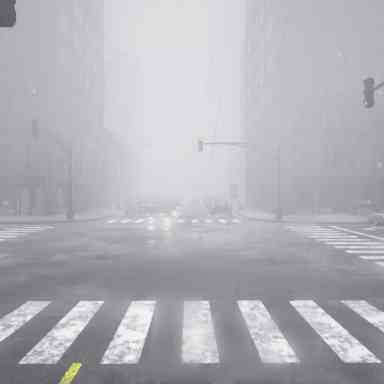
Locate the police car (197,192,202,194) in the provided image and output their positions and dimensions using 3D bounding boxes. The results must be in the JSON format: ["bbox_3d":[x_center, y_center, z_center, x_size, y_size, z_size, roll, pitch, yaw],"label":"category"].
[{"bbox_3d":[2.747,1.421,79.490,1.930,1.638,5.238,0,0,0],"label":"police car"}]

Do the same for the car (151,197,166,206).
[{"bbox_3d":[-5.591,1.568,56.096,1.947,1.339,4.313,0,0,0],"label":"car"}]

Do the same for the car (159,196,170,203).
[{"bbox_3d":[-5.535,1.566,67.432,1.947,1.339,4.313,0,0,0],"label":"car"}]

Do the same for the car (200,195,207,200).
[{"bbox_3d":[3.100,1.558,90.076,1.947,1.339,4.313,0,0,0],"label":"car"}]

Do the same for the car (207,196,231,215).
[{"bbox_3d":[2.825,1.442,33.383,1.967,1.590,4.097,0,0,0],"label":"car"}]

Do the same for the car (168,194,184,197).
[{"bbox_3d":[-2.834,1.550,53.870,2.033,1.411,5.357,0,0,1],"label":"car"}]

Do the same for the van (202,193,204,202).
[{"bbox_3d":[2.935,1.344,56.060,1.690,1.788,3.998,0,0,0],"label":"van"}]

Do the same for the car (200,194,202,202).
[{"bbox_3d":[2.963,1.527,61.899,1.752,1.417,4.829,0,0,0],"label":"car"}]

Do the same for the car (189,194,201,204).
[{"bbox_3d":[0.413,1.549,63.328,2.033,1.411,5.357,0,0,0],"label":"car"}]

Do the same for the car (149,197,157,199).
[{"bbox_3d":[-5.673,1.443,39.091,1.967,1.590,4.097,0,0,0],"label":"car"}]

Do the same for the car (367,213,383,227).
[{"bbox_3d":[13.633,1.615,20.716,4.718,1.301,1.895,0,0,0],"label":"car"}]

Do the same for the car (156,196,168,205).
[{"bbox_3d":[-5.564,1.527,61.594,1.752,1.417,4.829,0,0,0],"label":"car"}]

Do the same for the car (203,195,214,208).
[{"bbox_3d":[2.880,1.443,44.721,1.967,1.590,4.097,0,0,0],"label":"car"}]

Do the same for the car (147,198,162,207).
[{"bbox_3d":[-5.618,1.585,50.428,1.802,1.307,4.206,0,0,0],"label":"car"}]

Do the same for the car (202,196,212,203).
[{"bbox_3d":[2.990,1.551,67.399,2.008,1.369,4.403,0,0,0],"label":"car"}]

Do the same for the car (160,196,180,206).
[{"bbox_3d":[-2.894,1.604,43.180,1.895,1.301,4.718,0,0,1],"label":"car"}]

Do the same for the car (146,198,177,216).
[{"bbox_3d":[-2.943,1.603,33.197,1.895,1.301,4.718,0,0,3],"label":"car"}]

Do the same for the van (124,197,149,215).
[{"bbox_3d":[-5.701,1.343,33.423,1.690,1.788,3.998,0,0,0],"label":"van"}]
